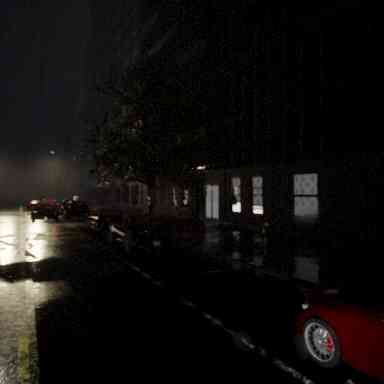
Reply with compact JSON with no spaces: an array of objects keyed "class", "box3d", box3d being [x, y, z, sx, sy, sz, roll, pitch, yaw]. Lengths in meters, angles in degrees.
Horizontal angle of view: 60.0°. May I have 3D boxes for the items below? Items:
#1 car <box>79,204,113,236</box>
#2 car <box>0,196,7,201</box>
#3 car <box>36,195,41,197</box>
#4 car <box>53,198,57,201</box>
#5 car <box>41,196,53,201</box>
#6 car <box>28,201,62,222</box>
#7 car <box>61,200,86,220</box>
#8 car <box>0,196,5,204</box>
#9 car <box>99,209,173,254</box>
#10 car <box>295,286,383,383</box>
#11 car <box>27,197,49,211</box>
[{"class":"car","box3d":[-4.811,1.578,18.616,2.008,1.369,4.403,0,0,-27]},{"class":"car","box3d":[-46.058,1.548,80.634,1.947,1.339,4.313,0,0,-27]},{"class":"car","box3d":[-30.801,1.579,69.260,1.947,1.339,4.313,0,0,-27]},{"class":"car","box3d":[-12.608,1.471,33.809,1.967,1.590,4.097,0,0,-27]},{"class":"car","box3d":[-23.004,1.572,54.068,1.887,1.381,4.507,0,0,-27]},{"class":"car","box3d":[-11.731,1.627,26.385,1.895,1.301,4.718,0,0,-27]},{"class":"car","box3d":[-10.009,1.470,28.745,1.967,1.590,4.097,0,0,-27]},{"class":"car","box3d":[-35.661,1.552,60.375,1.887,1.381,4.507,0,0,-27]},{"class":"car","box3d":[-2.212,1.574,13.551,2.008,1.369,4.403,0,0,-27]},{"class":"car","box3d":[2.986,1.591,3.422,1.802,1.307,4.206,0,0,-27]},{"class":"car","box3d":[-18.486,1.591,39.549,1.994,1.385,4.181,0,0,-27]}]
